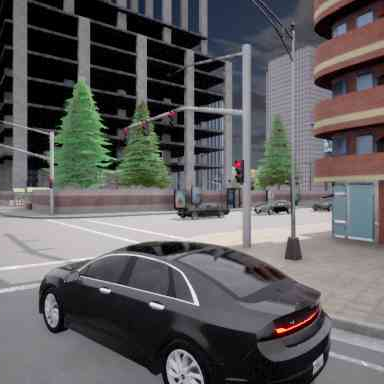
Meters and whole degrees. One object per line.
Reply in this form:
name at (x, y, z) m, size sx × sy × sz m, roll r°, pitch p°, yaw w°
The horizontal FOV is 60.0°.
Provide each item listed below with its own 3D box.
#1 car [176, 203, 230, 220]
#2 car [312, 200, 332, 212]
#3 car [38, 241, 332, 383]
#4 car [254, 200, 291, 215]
car at (0.983, 1.656, 29.065) m, size 4.718 × 1.301 × 1.895 m, roll 0°, pitch 0°, yaw -36°
car at (16.646, 1.407, 40.273) m, size 4.553 × 1.767 × 2.097 m, roll 0°, pitch 0°, yaw -35°
car at (-0.534, 1.505, 5.001) m, size 4.892 × 1.490 × 1.837 m, roll 0°, pitch 0°, yaw 41°
car at (8.563, 1.547, 34.501) m, size 4.902 × 1.511 × 2.128 m, roll 0°, pitch 0°, yaw -36°
